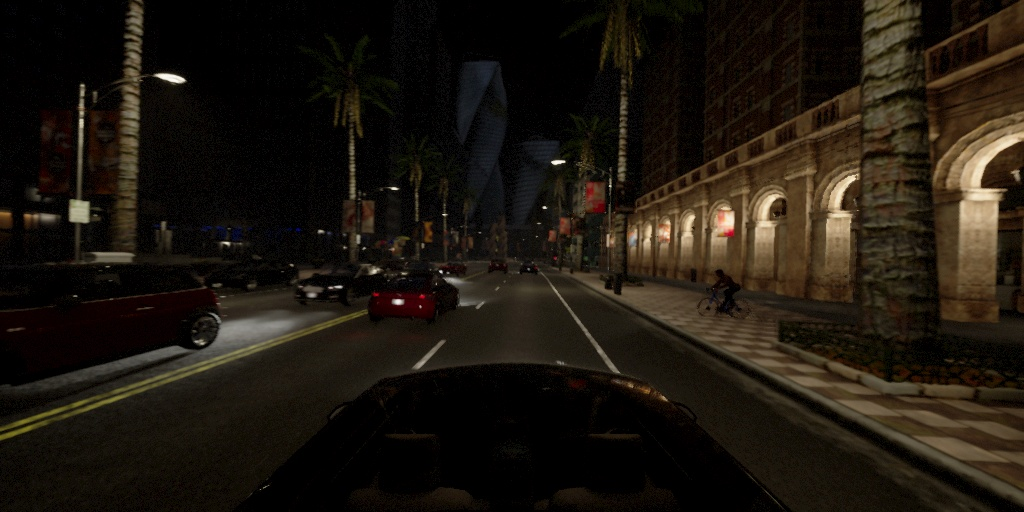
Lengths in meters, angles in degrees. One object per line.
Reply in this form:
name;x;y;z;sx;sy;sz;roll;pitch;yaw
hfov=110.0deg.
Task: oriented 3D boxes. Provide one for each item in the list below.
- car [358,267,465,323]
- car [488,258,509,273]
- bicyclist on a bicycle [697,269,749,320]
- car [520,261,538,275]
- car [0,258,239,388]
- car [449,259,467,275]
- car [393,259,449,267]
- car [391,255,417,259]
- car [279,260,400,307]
car;-3.023;1.231;11.806;1.994;1.385;4.181;2;0;3
car;-1.537;1.077;42.274;2.097;1.767;4.553;2;0;2
bicyclist on a bicycle;6.856;1.254;11.612;1.656;1.620;0.582;2;0;3
car;1.876;1.387;40.286;1.994;1.385;4.181;2;0;2
car;-7.047;0.898;5.401;2.097;1.767;4.553;2;0;3
car;-5.562;1.205;34.107;1.895;1.301;4.718;2;0;3
car;-6.093;1.131;24.244;2.033;1.411;5.357;2;0;3
car;-9.187;0.651;29.909;2.033;1.411;5.357;2;0;3
car;-6.592;1.056;14.483;2.128;1.511;4.902;2;0;3
